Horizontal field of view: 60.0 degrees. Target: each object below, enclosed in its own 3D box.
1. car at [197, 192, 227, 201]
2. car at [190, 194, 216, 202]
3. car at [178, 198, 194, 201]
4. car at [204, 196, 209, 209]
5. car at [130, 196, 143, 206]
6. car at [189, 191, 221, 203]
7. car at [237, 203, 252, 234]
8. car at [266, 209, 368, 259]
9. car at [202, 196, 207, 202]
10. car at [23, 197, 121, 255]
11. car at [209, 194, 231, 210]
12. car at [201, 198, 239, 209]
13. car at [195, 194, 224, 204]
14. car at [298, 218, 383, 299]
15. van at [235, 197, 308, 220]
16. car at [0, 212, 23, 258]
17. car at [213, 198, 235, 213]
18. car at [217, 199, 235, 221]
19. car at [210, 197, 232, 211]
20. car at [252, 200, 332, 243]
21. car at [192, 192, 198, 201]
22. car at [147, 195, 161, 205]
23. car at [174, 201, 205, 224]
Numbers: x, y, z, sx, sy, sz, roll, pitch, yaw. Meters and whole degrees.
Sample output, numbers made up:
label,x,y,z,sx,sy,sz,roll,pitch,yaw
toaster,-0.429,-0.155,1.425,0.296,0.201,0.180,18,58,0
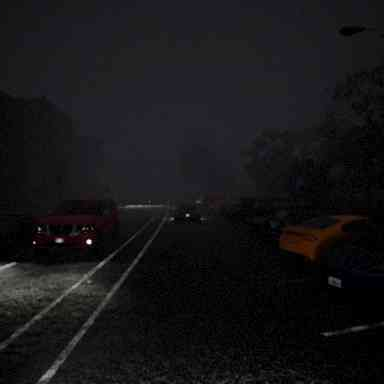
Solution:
label,x,y,z,sx,sy,sz,roll,pitch,yaw
car,4.054,1.285,43.503,5.566,2.045,2.435,1,0,-24
car,2.238,1.131,67.207,4.892,1.521,2.231,0,1,-25
car,-1.140,1.661,41.888,1.895,1.301,4.718,0,0,-3
car,4.346,1.546,37.550,5.008,1.535,2.097,1,0,-23
car,-9.146,1.454,55.262,2.033,1.411,5.357,0,1,-4
car,2.533,0.947,64.257,5.566,2.045,2.435,0,1,-25
car,5.130,1.500,16.763,5.008,1.535,2.097,1,0,-22
car,5.230,1.491,10.826,5.008,1.535,2.097,1,0,-21
car,4.203,1.548,40.516,4.892,1.521,2.231,1,1,-23
car,-4.402,1.237,13.664,2.150,2.045,5.566,0,0,-1
car,4.526,1.415,34.589,4.553,1.767,2.185,1,0,-23
car,3.870,1.546,46.473,4.792,1.488,2.163,1,0,-24
car,3.029,1.207,58.334,4.553,1.767,2.185,0,2,-25
car,5.246,1.518,7.843,4.792,1.488,2.163,1,0,-21
van,5.158,1.281,19.786,4.442,1.987,1.878,1,0,-22
car,-7.191,1.542,12.916,1.812,1.442,4.674,0,0,-1
car,4.744,1.526,28.647,5.008,1.535,2.097,1,0,-22
car,4.870,1.519,25.671,5.008,1.535,2.097,1,0,-22
car,4.801,1.532,31.686,5.366,1.575,1.946,1,0,-23
car,5.154,1.369,13.790,4.553,1.767,2.185,1,0,-21
car,3.425,1.193,52.373,5.566,2.045,2.435,0,1,-24
car,-6.445,1.383,56.579,1.837,1.490,4.892,0,2,-4
car,-0.370,1.599,25.104,1.994,1.385,4.181,0,0,-2
